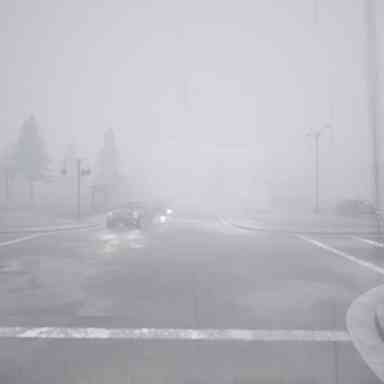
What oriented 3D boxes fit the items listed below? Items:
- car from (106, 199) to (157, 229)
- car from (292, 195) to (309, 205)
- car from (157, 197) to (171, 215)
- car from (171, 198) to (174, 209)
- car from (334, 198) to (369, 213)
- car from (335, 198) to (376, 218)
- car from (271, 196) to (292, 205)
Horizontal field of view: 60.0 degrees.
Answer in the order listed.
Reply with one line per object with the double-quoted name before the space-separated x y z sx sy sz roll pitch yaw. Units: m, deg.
"car" -3.930 1.352 21.683 2.097 1.767 4.553 0 0 6
"car" 17.373 1.332 54.428 2.152 1.636 5.027 0 0 0
"car" -3.575 1.479 33.877 1.882 1.535 5.008 0 1 0
"car" -3.559 1.493 46.049 2.128 1.511 4.902 0 0 0
"car" 17.031 1.385 35.765 1.970 1.475 3.806 0 0 0
"car" 13.973 1.375 28.376 1.845 1.501 3.633 0 0 0
"car" 14.236 1.341 54.409 2.007 1.523 4.514 0 0 0
